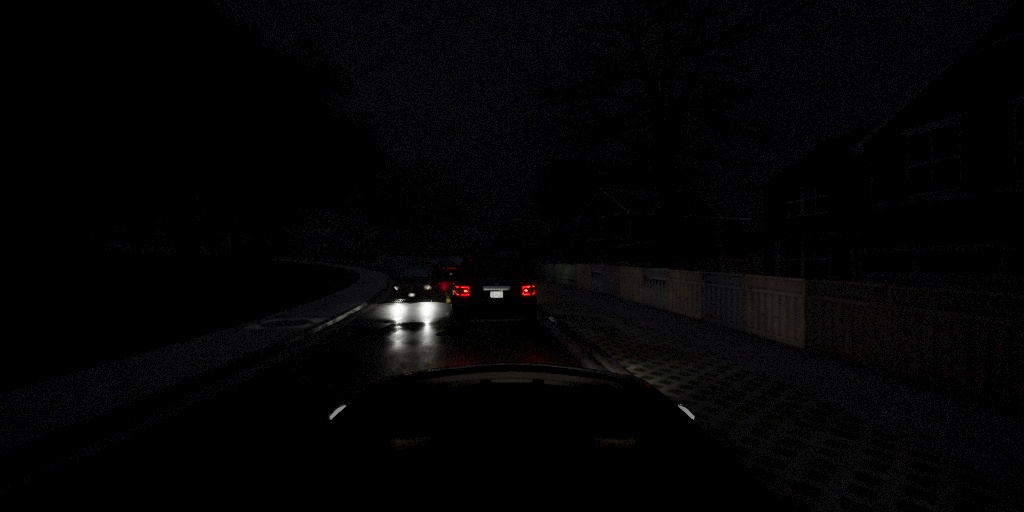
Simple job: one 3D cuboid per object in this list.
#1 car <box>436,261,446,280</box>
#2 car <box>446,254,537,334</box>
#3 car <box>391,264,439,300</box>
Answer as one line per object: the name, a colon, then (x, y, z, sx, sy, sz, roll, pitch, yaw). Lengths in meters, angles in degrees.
car: (-5.657, 1.165, 30.327, 2.128, 1.511, 4.902, 0, 0, -21)
car: (-0.664, 0.972, 10.886, 2.150, 2.045, 5.566, 0, 0, -7)
car: (-4.880, 1.275, 18.019, 2.033, 1.411, 5.357, 0, 0, -13)
